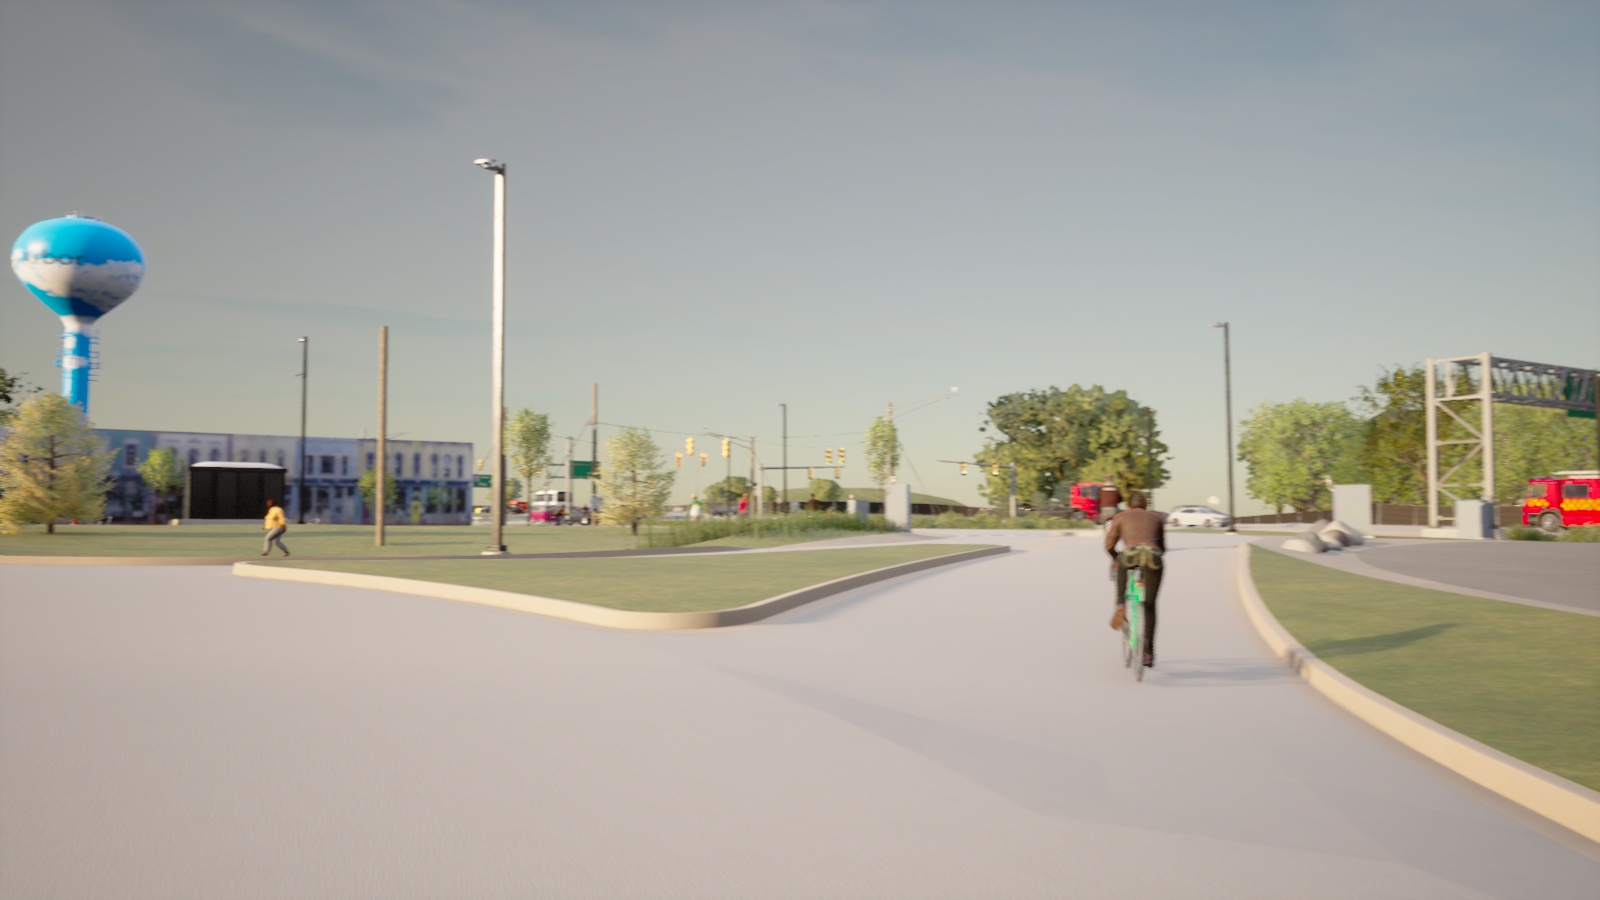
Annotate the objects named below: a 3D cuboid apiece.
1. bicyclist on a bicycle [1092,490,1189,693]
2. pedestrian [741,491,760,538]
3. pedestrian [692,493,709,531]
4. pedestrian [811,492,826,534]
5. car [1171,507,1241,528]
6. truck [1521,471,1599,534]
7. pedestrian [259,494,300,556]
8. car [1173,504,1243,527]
[{"bbox_3d":[2.976,1.191,11.096,0.582,1.620,1.656,3,-2,9],"label":"bicyclist on a bicycle"},{"bbox_3d":[-1.915,2.507,48.799,0.636,1.846,0.331,2,-4,-26],"label":"pedestrian"},{"bbox_3d":[-5.134,3.223,64.860,0.659,1.952,0.873,1,-4,-23],"label":"pedestrian"},{"bbox_3d":[0.793,2.757,54.745,0.431,1.840,0.703,1,-4,-18],"label":"pedestrian"},{"bbox_3d":[29.023,4.857,89.969,1.812,1.442,4.674,2,-3,-33],"label":"car"},{"bbox_3d":[49.589,3.260,77.393,2.891,3.827,8.468,2,-3,-33],"label":"truck"},{"bbox_3d":[-15.802,2.286,38.119,0.900,1.855,0.874,3,-5,-39],"label":"pedestrian"},{"bbox_3d":[30.525,4.891,94.121,2.242,1.667,4.611,2,-3,-33],"label":"car"}]
